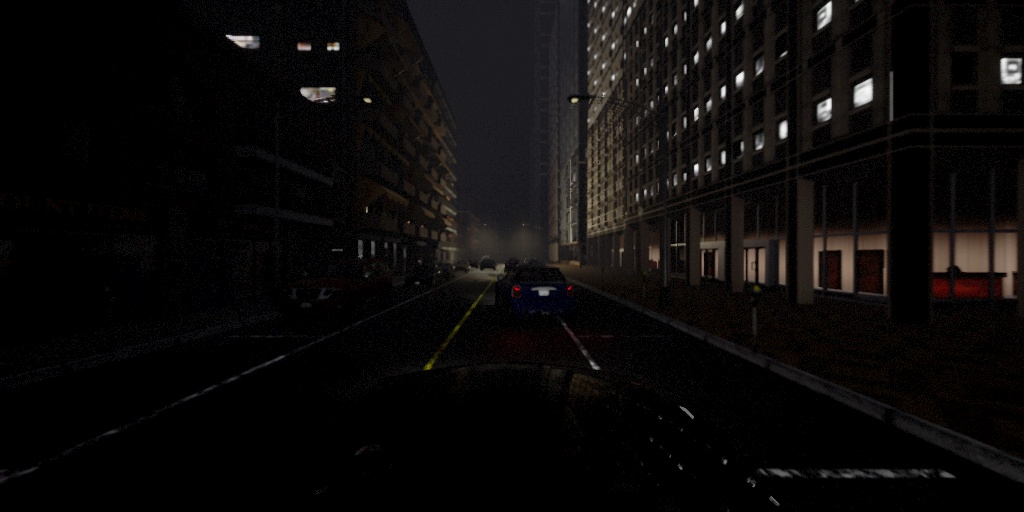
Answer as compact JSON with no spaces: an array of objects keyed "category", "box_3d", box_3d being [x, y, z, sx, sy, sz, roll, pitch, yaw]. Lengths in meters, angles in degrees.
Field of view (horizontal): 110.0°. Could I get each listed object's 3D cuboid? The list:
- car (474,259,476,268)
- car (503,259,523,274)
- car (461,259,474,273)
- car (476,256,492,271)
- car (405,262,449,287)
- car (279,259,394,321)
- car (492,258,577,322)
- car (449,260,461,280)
[{"category":"car","box_3d":[-5.676,1.128,51.947,1.888,1.381,4.507,0,0,0]},{"category":"car","box_3d":[0.111,1.111,39.768,2.128,1.511,4.902,0,0,0]},{"category":"car","box_3d":[-5.679,1.141,40.480,1.751,1.417,4.829,0,0,0]},{"category":"car","box_3d":[-3.042,1.078,45.887,1.882,1.535,5.008,0,0,0]},{"category":"car","box_3d":[-5.684,1.237,23.704,1.948,1.339,4.313,0,0,0]},{"category":"car","box_3d":[-5.688,1.026,12.407,2.192,1.841,5.009,0,0,0]},{"category":"car","box_3d":[0.626,1.064,12.344,2.097,1.767,4.553,0,0,-8]},{"category":"car","box_3d":[-5.682,1.203,29.352,2.007,1.370,4.403,0,0,0]}]
